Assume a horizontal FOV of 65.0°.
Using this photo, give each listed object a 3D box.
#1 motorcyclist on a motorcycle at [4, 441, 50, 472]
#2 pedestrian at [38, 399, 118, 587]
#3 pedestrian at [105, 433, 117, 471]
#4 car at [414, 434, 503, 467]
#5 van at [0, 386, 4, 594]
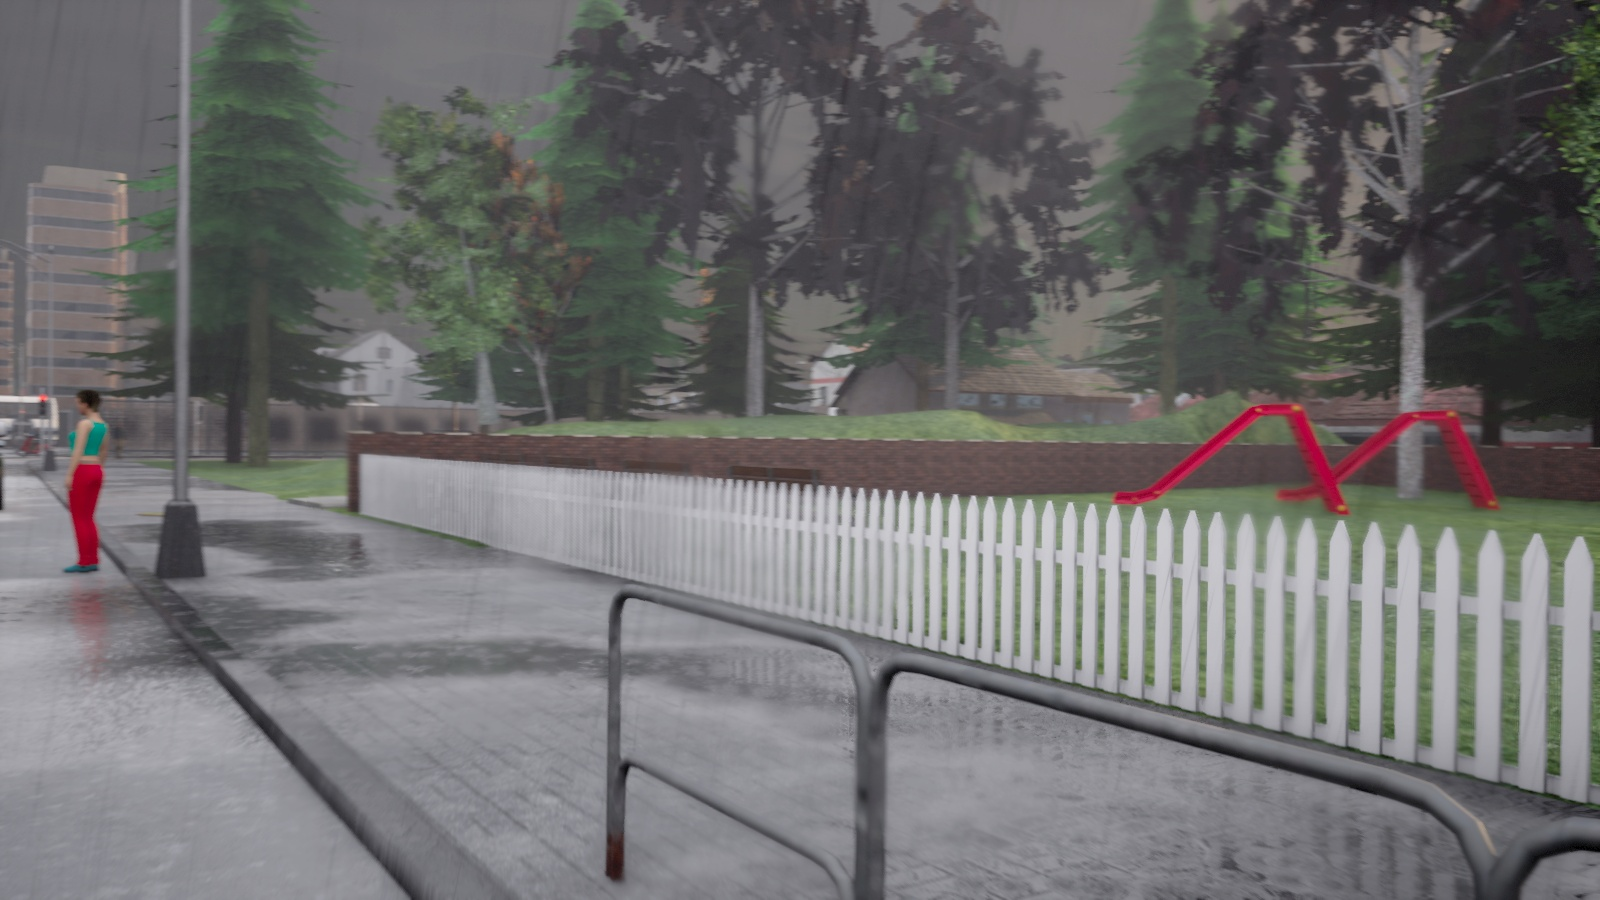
[{"bbox_3d":[-40.378,0.329,65.615,1.817,1.590,0.866,0,-1,-3],"label":"motorcyclist on a motorcycle"},{"bbox_3d":[-7.182,0.423,12.494,0.594,1.836,0.345,0,1,10],"label":"pedestrian"},{"bbox_3d":[-33.591,0.092,61.238,0.402,1.842,0.726,-1,1,-36],"label":"pedestrian"},{"bbox_3d":[-19.752,0.009,72.728,4.605,1.855,1.932,-1,1,-33],"label":"car"},{"bbox_3d":[-9.884,0.391,13.607,2.069,2.038,4.480,-1,1,-33],"label":"van"}]
